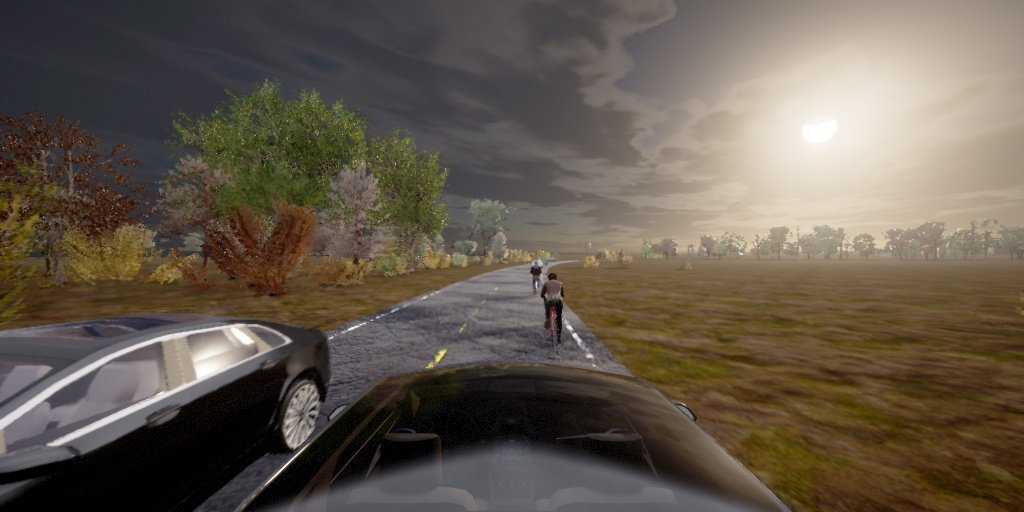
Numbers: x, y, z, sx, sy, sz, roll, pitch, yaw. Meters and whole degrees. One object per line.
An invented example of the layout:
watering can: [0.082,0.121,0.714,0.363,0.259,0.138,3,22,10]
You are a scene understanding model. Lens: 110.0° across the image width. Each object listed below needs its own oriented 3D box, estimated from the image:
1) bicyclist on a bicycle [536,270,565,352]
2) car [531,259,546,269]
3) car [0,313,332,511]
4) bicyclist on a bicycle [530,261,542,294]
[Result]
bicyclist on a bicycle: [0.919,1.203,7.983,0.582,1.620,1.656,0,0,1]
car: [4.156,1.293,58.809,1.812,1.442,4.674,0,0,8]
car: [-3.064,1.241,2.304,2.128,1.511,4.902,0,0,0]
bicyclist on a bicycle: [1.223,1.122,18.145,0.659,1.776,1.843,0,0,2]
